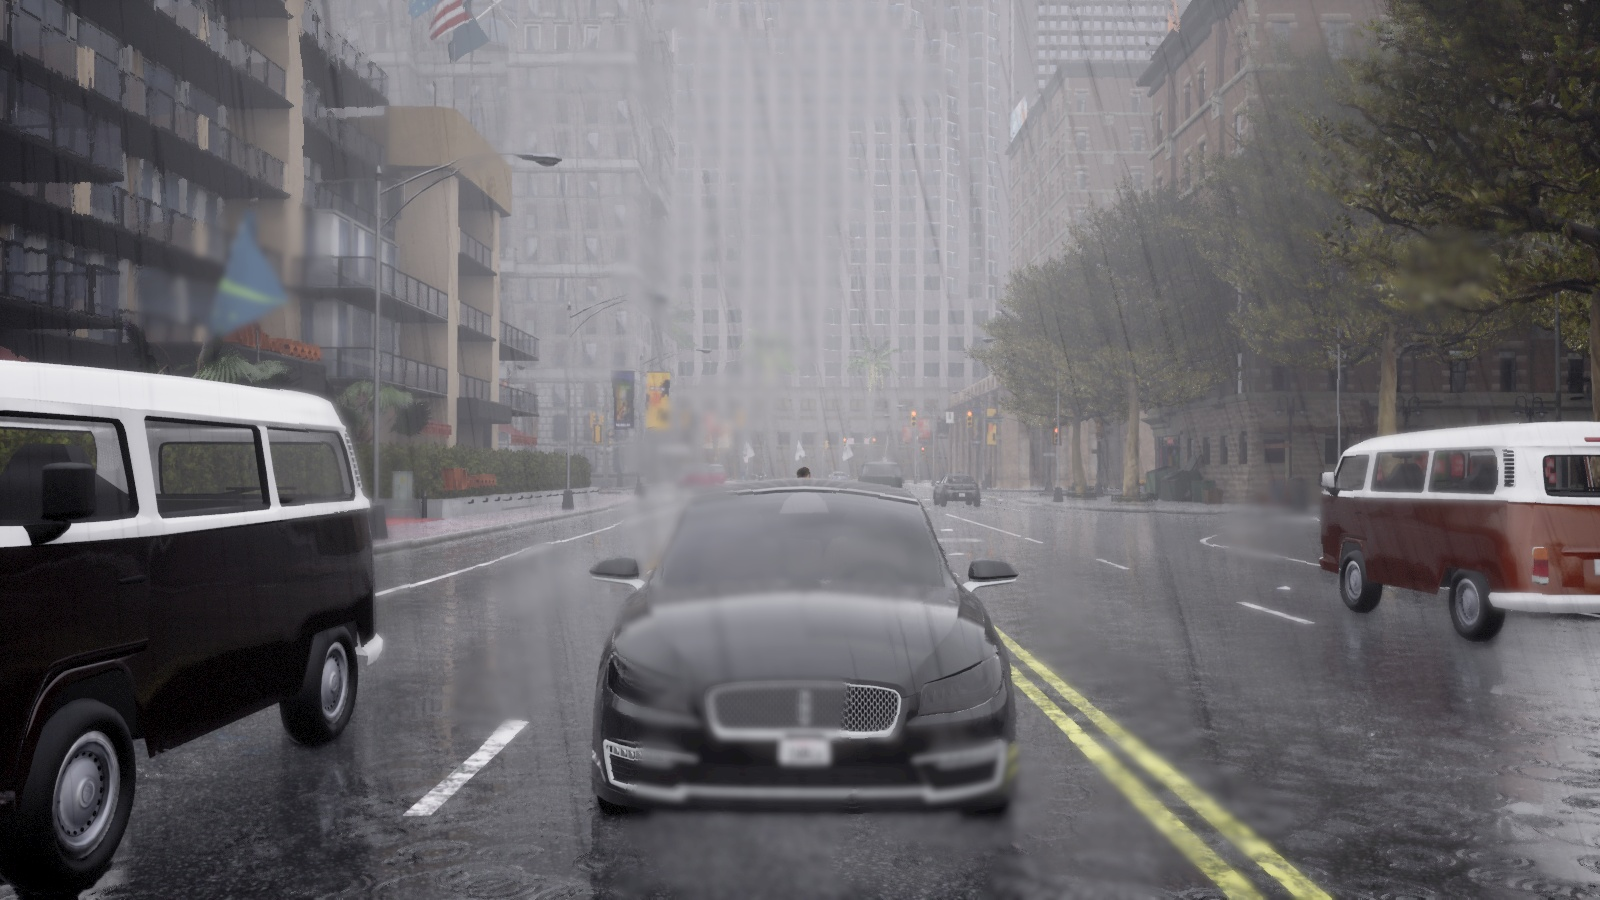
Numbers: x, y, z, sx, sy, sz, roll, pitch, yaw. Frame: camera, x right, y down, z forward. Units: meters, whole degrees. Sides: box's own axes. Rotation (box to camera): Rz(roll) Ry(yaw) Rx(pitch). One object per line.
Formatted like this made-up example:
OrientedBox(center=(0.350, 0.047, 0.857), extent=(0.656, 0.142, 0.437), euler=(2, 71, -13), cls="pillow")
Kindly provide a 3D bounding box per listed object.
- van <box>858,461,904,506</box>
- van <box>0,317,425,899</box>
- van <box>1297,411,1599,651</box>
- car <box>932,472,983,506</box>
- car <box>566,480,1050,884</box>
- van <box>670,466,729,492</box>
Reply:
OrientedBox(center=(3.651, 1.510, 57.183), extent=(1.775, 1.987, 4.442), euler=(0, -1, 0), cls="van")
OrientedBox(center=(-3.470, 0.650, 5.862), extent=(2.069, 2.038, 4.480), euler=(0, -1, 0), cls="van")
OrientedBox(center=(7.046, 0.726, 12.933), extent=(2.069, 2.038, 4.480), euler=(0, -1, 0), cls="van")
OrientedBox(center=(7.152, 1.760, 57.314), extent=(1.816, 1.474, 4.193), euler=(0, -1, 0), cls="car")
OrientedBox(center=(0.033, 0.940, 7.223), extent=(1.837, 1.490, 4.892), euler=(0, -1, 0), cls="car")
OrientedBox(center=(-7.664, 2.209, 96.203), extent=(1.775, 1.987, 4.442), euler=(-1, -1, 44), cls="van")
